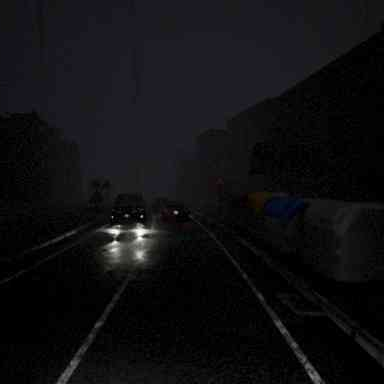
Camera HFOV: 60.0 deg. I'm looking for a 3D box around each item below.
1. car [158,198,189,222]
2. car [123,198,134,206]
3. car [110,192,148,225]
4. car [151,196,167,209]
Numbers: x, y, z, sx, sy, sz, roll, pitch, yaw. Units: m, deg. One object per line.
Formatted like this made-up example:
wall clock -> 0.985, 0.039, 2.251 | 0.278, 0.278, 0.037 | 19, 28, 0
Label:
car -> -1.319, 1.392, 25.016 | 1.994, 1.385, 4.181 | 0, 0, -6
car -> -12.484, 1.952, 65.085 | 2.033, 1.411, 5.357 | -1, -1, -13
car -> -4.313, 1.063, 23.205 | 2.150, 2.045, 5.566 | 0, 1, -6
car -> -3.885, 1.327, 41.349 | 1.837, 1.490, 4.892 | 0, -1, -11
